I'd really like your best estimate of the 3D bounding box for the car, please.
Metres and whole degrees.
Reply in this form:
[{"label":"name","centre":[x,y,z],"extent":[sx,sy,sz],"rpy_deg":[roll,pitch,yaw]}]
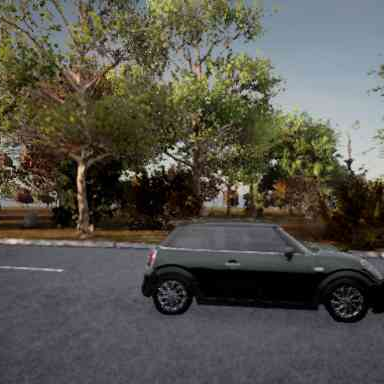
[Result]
[{"label":"car","centre":[1.352,1.348,6.811],"extent":[4.553,1.767,2.097],"rpy_deg":[0,0,6]}]
